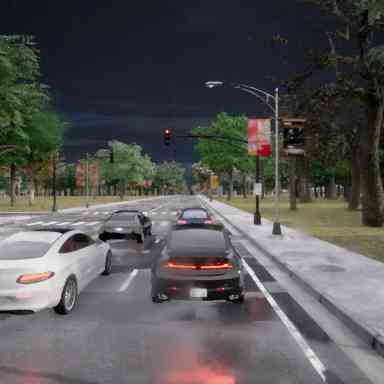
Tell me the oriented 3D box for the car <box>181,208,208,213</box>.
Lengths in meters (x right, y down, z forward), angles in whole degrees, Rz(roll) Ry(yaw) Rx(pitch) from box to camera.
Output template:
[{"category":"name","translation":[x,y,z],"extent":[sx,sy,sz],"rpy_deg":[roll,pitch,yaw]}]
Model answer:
[{"category":"car","translation":[0.138,1.528,17.272],"extent":[1.812,1.442,4.674],"rpy_deg":[0,0,0]}]

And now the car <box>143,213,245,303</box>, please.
[{"category":"car","translation":[0.119,1.505,8.200],"extent":[1.837,1.490,4.892],"rpy_deg":[0,0,0]}]

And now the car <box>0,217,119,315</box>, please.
[{"category":"car","translation":[-3.134,1.526,7.439],"extent":[1.812,1.442,4.674],"rpy_deg":[0,0,0]}]

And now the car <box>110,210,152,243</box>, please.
[{"category":"car","translation":[-3.114,1.566,16.198],"extent":[1.994,1.385,4.181],"rpy_deg":[0,0,0]}]
